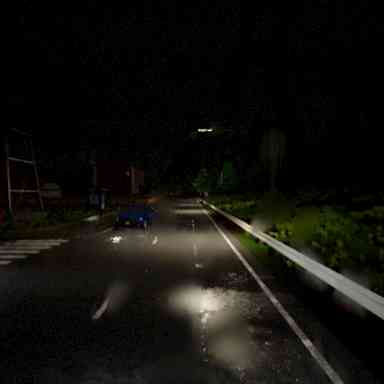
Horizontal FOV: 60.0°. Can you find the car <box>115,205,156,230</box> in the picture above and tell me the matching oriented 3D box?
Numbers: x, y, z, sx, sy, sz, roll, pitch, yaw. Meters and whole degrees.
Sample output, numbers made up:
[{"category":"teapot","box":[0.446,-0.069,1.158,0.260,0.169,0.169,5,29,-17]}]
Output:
[{"category":"car","box":[-3.715,1.634,22.547,1.882,1.535,5.008,0,-1,4]}]
